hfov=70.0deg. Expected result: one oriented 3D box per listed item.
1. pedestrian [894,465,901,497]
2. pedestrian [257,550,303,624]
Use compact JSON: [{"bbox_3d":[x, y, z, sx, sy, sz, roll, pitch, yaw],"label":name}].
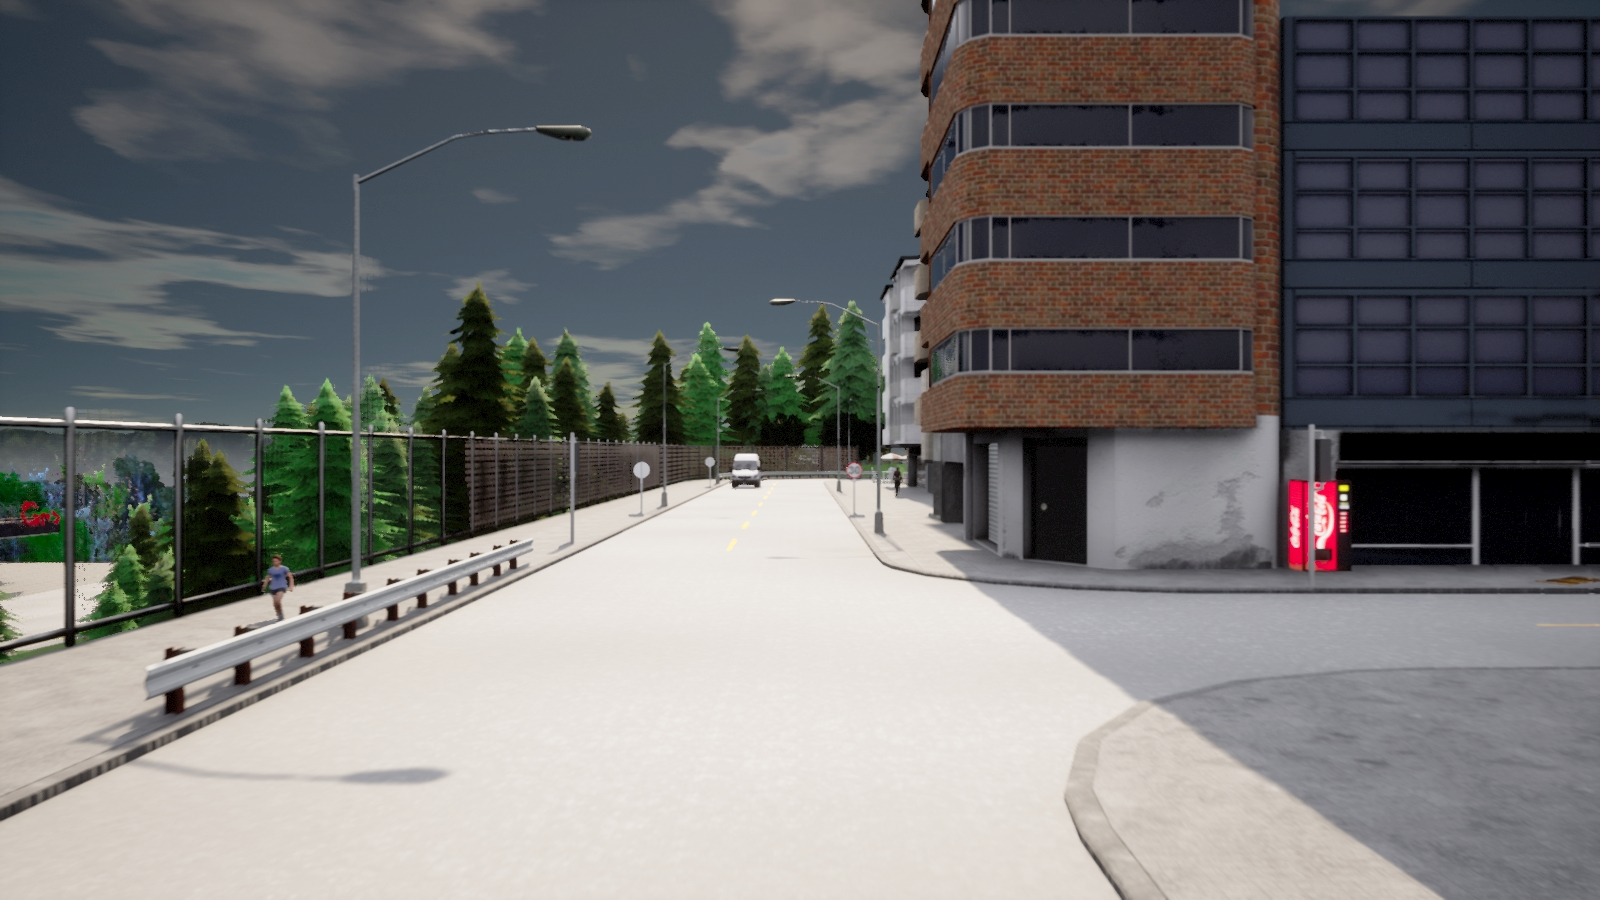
[{"bbox_3d":[5.614,1.769,65.738,0.375,1.860,0.375,0,0,3],"label":"pedestrian"},{"bbox_3d":[-8.106,2.132,17.818,0.500,1.100,0.500,0,0,0],"label":"pedestrian"}]
